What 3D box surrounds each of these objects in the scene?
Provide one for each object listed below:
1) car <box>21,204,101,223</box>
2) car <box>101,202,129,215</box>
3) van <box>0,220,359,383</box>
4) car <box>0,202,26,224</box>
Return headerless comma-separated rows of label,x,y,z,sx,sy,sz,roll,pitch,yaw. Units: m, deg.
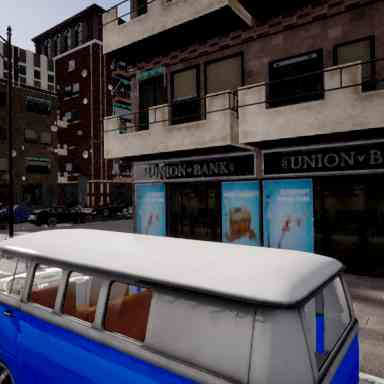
car,-8.708,1.583,22.369,1.947,1.339,4.313,-2,-1,36
car,-8.837,1.798,36.421,1.947,1.339,4.313,-2,-1,36
van,-0.534,1.342,3.231,3.998,1.788,1.690,0,-1,35
car,-13.259,1.670,25.943,2.033,1.411,5.357,-1,-1,36
